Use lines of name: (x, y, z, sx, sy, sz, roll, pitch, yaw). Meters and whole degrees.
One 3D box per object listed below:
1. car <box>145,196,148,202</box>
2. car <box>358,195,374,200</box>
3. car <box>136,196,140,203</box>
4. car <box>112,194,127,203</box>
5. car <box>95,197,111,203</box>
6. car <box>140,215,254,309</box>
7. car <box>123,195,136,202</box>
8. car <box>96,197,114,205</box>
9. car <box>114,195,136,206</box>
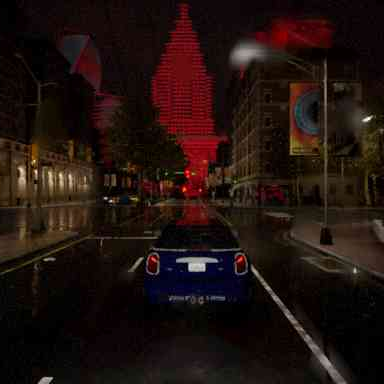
car: (-11.243, 1.553, 75.746, 1.994, 1.385, 4.181, 0, 0, 0)
car: (34.678, 1.481, 68.615, 2.231, 1.521, 4.892, 0, 0, 0)
car: (-11.306, 1.478, 65.873, 1.882, 1.535, 5.008, 0, 0, 1)
car: (-14.770, 1.352, 68.009, 2.097, 1.767, 4.553, 0, 0, 0)
car: (-18.021, 1.595, 67.401, 1.895, 1.301, 4.718, 0, 0, 0)
car: (0.101, 1.351, 8.013, 2.097, 1.767, 4.553, 0, 0, 0)
car: (-14.734, 1.525, 78.410, 2.128, 1.511, 4.902, 0, 0, 0)
car: (-14.881, 1.547, 57.899, 2.033, 1.411, 5.357, 0, 0, 0)
car: (-11.391, 1.526, 56.725, 1.812, 1.442, 4.674, 0, 0, 0)
